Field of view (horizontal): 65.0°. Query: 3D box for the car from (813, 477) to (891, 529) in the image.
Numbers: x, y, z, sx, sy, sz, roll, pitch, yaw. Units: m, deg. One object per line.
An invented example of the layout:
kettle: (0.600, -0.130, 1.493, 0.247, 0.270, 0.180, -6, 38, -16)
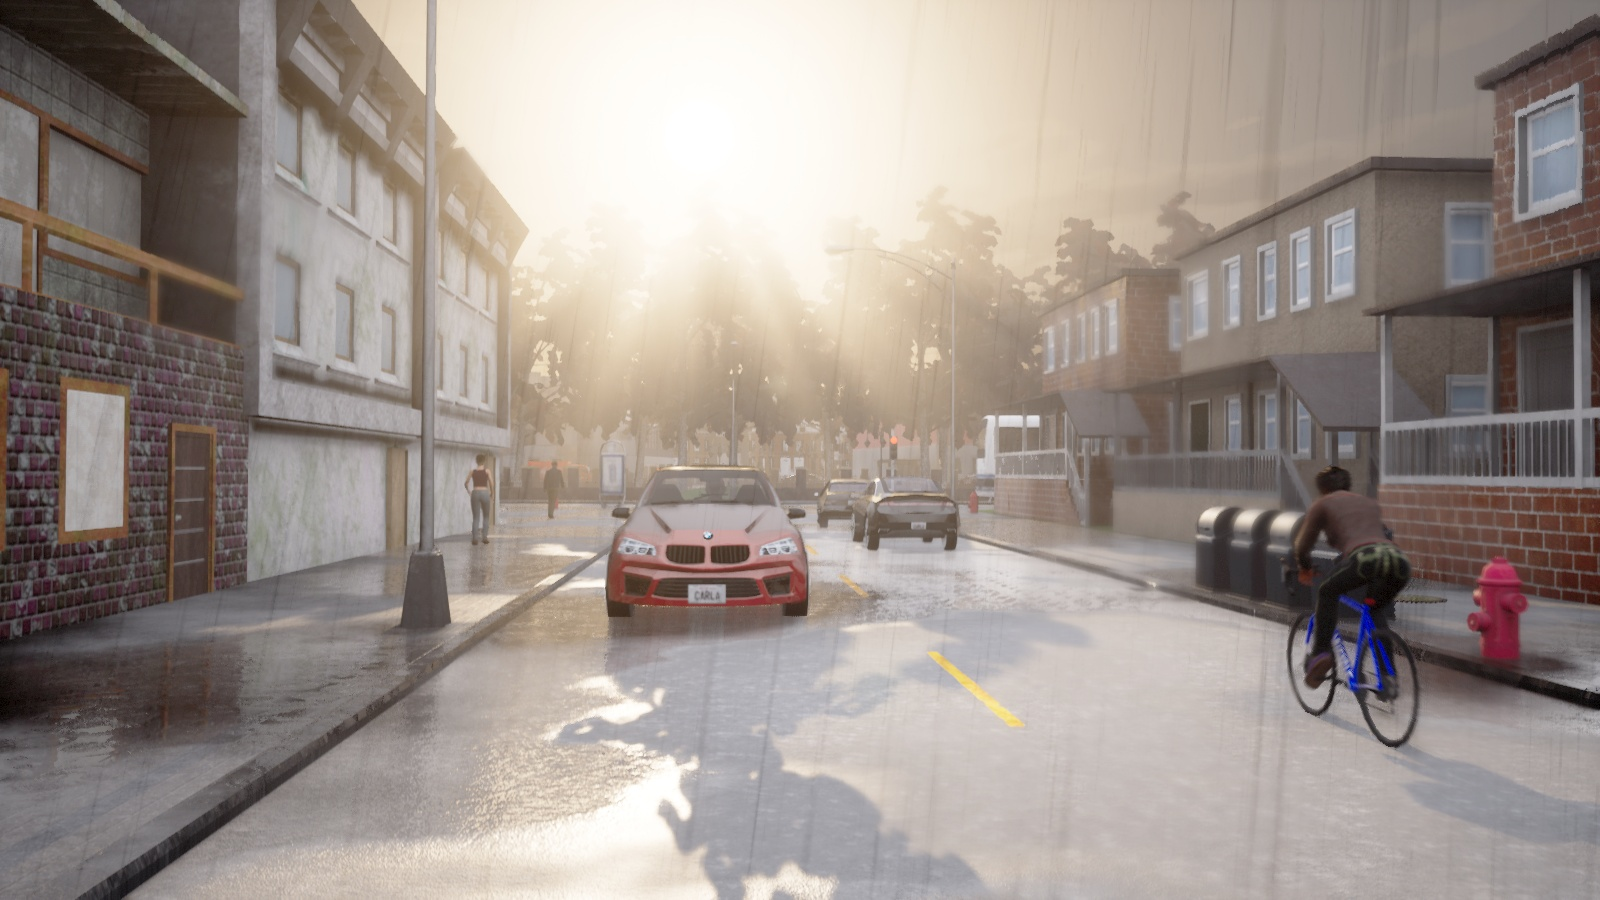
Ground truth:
car: (1.461, 1.530, 37.332, 2.033, 1.411, 5.357, 0, -1, 0)

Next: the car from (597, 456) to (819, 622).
car: (-1.075, 0.936, 15.050, 2.242, 1.667, 4.611, 0, -1, -4)

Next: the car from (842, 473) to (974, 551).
car: (2.188, 1.249, 26.947, 2.128, 1.511, 4.902, 0, -1, -3)

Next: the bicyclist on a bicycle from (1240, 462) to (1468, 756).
bicyclist on a bicycle: (3.364, 0.896, 7.794, 0.582, 1.620, 1.656, 0, -1, -3)

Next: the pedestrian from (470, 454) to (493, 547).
pedestrian: (-6.378, 1.006, 25.150, 0.345, 1.836, 0.594, 0, -1, -6)

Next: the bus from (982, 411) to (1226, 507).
bus: (13.843, 0.426, 57.982, 10.273, 4.253, 3.944, 0, -1, 0)

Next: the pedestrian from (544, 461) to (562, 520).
pedestrian: (-7.706, 1.264, 39.207, 0.402, 1.842, 0.726, 0, -1, 2)
